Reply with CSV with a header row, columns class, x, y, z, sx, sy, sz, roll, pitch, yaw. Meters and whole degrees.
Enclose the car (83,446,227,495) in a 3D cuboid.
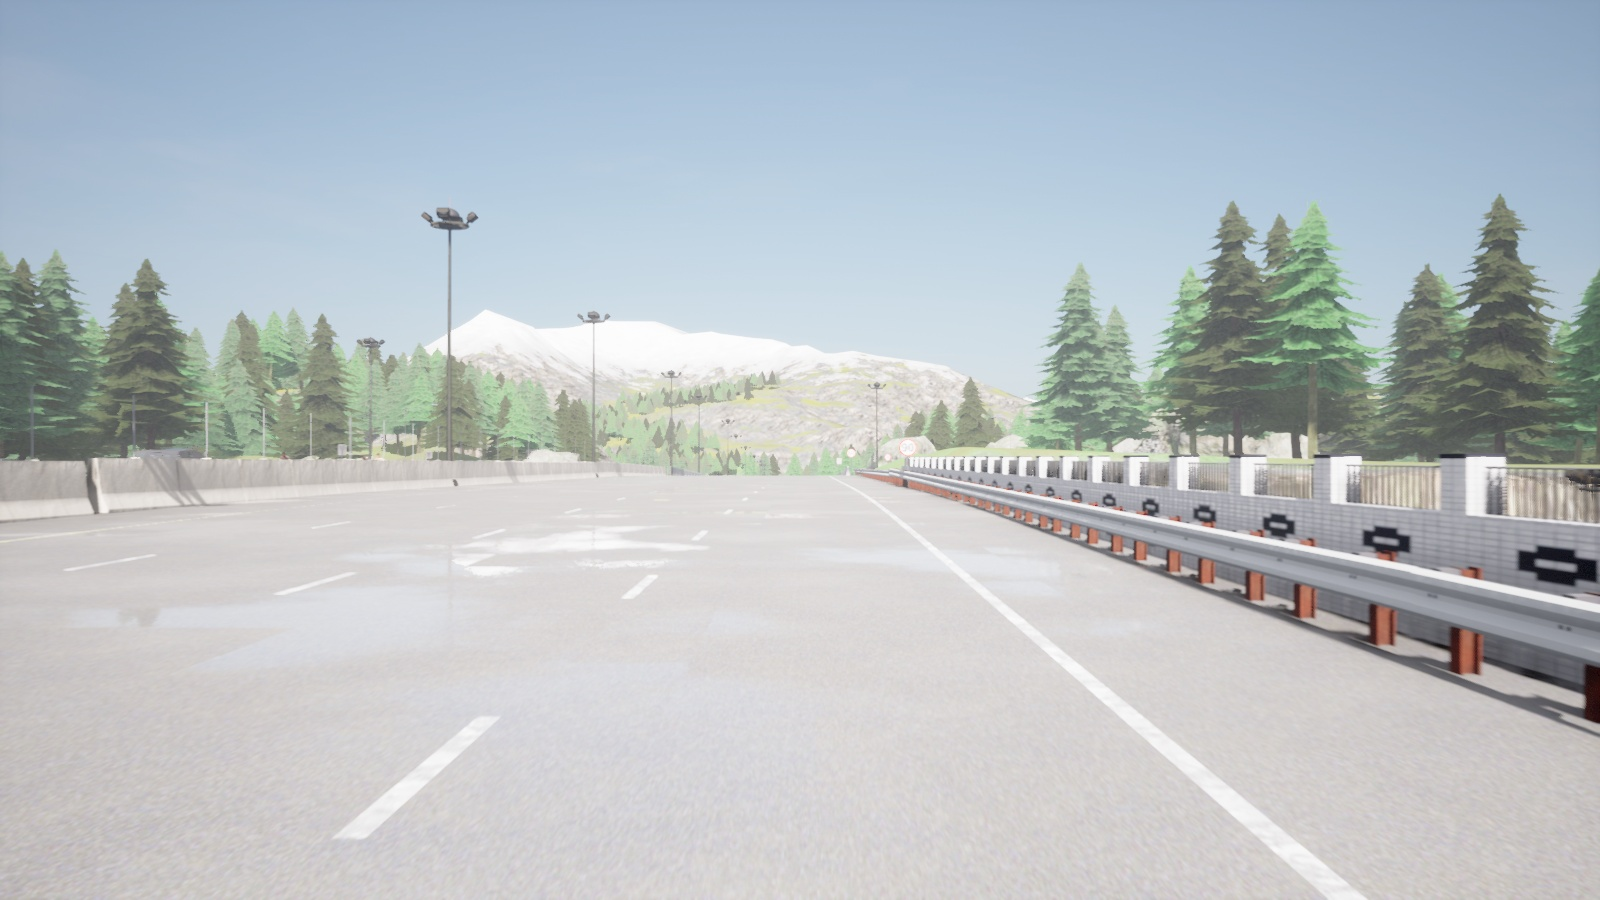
class,x,y,z,sx,sy,sz,roll,pitch,yaw
car,-20.753,0.647,40.655,2.163,1.488,4.792,0,0,0
